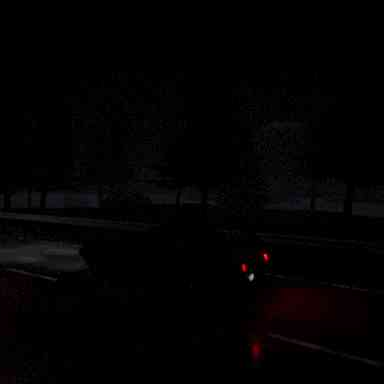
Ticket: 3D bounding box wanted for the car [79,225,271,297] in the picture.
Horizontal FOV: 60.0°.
[{"bbox_3d":[-0.591,1.497,8.332,4.718,1.301,1.895,1,1,31],"label":"car"}]
